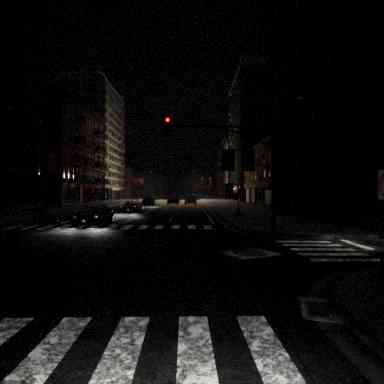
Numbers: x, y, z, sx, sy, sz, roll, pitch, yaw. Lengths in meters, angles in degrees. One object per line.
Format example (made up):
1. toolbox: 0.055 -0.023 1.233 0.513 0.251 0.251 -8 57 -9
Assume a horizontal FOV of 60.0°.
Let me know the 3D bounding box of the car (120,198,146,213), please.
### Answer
1. car: -6.761 1.599 37.310 1.895 1.301 4.718 0 0 0

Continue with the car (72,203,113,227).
1. car: -6.698 1.526 22.865 1.812 1.442 4.674 0 0 0

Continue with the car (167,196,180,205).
1. car: -3.410 1.469 59.711 1.882 1.535 5.008 0 0 0

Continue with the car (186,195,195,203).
1. car: -0.296 1.467 68.314 1.882 1.535 5.008 0 0 0

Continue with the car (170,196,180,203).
1. car: -3.468 1.590 69.864 1.895 1.301 4.718 0 0 0

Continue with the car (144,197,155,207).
1. car: -6.813 1.497 52.129 1.837 1.490 4.892 0 1 -1

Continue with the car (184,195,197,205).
1. car: -0.252 1.344 58.281 2.097 1.767 4.553 0 0 0
